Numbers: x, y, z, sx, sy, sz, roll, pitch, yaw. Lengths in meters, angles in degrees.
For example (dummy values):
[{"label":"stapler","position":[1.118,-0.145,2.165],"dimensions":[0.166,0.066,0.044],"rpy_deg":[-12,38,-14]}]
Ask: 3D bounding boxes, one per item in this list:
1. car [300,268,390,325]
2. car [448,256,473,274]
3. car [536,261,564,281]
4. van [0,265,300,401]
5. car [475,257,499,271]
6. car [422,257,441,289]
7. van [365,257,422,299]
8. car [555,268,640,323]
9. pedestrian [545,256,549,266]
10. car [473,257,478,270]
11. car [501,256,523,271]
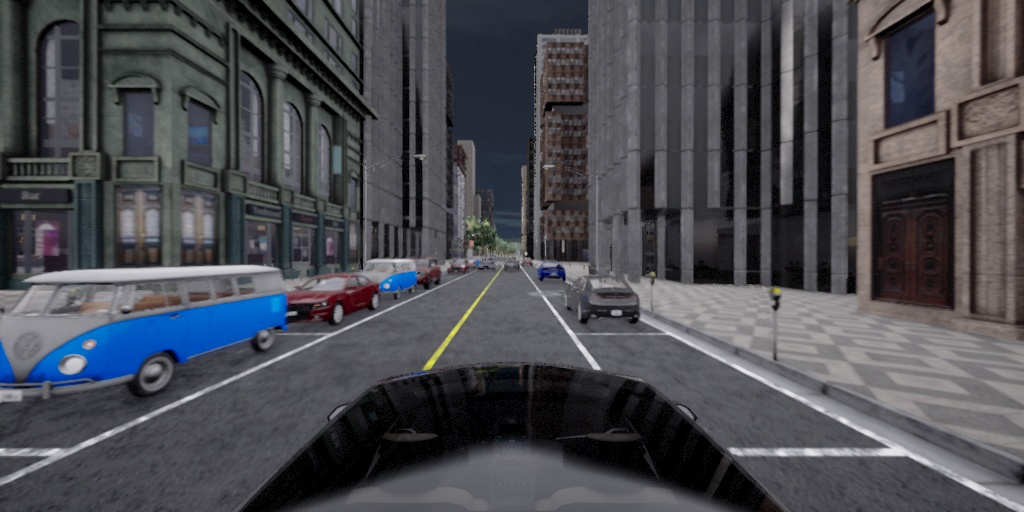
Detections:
[{"label":"car","position":[-5.763,1.257,11.660],"dimensions":[1.888,1.381,4.507],"rpy_deg":[0,0,0]},{"label":"car","position":[-5.761,1.051,38.866],"dimensions":[1.967,1.591,4.097],"rpy_deg":[0,0,0]},{"label":"car","position":[3.001,1.127,28.210],"dimensions":[1.882,1.535,5.008],"rpy_deg":[0,0,0]},{"label":"van","position":[-5.763,1.074,6.219],"dimensions":[1.690,1.789,3.998],"rpy_deg":[0,0,0]},{"label":"car","position":[-3.078,1.163,44.714],"dimensions":[1.994,1.385,4.181],"rpy_deg":[0,0,0]},{"label":"car","position":[-5.762,0.985,22.543],"dimensions":[2.192,1.841,5.009],"rpy_deg":[0,0,0]},{"label":"van","position":[-5.762,1.032,17.101],"dimensions":[1.690,1.789,3.998],"rpy_deg":[0,0,0]},{"label":"car","position":[2.763,1.262,11.666],"dimensions":[2.007,1.370,4.403],"rpy_deg":[0,0,0]},{"label":"pedestrian","position":[3.001,0.931,31.214],"dimensions":[0.375,1.860,0.375],"rpy_deg":[0,0,-10]},{"label":"car","position":[-5.761,1.171,49.745],"dimensions":[1.802,1.307,4.207],"rpy_deg":[0,0,0]},{"label":"car","position":[0.028,1.090,45.837],"dimensions":[2.128,1.511,4.902],"rpy_deg":[0,0,1]}]
